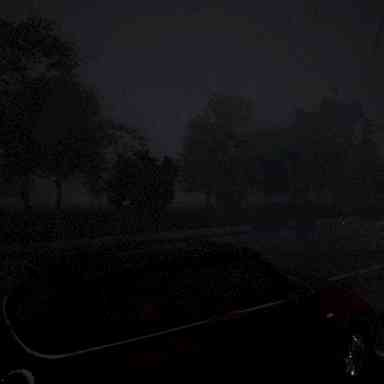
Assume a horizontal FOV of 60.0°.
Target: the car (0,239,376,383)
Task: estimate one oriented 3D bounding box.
[{"bbox_3d":[0.132,1.353,3.841,4.553,1.767,2.097,0,0,-35],"label":"car"}]
